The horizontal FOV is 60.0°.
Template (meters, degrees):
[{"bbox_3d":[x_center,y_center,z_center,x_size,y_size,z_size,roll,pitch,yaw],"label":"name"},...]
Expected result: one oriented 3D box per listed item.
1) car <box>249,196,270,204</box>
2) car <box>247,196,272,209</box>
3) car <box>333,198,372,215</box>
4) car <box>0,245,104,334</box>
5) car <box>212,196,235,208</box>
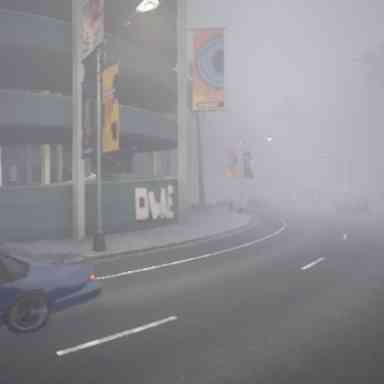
[{"bbox_3d":[14.119,1.641,70.167,2.231,1.521,4.892,0,0,-17],"label":"car"},{"bbox_3d":[9.873,1.464,48.793,2.097,1.767,4.553,0,0,-16],"label":"car"},{"bbox_3d":[16.416,1.381,34.281,2.097,1.767,4.553,0,0,-1],"label":"car"},{"bbox_3d":[-4.207,1.589,5.266,5.357,1.411,2.033,0,0,-36],"label":"car"},{"bbox_3d":[5.204,1.712,52.274,1.994,1.385,4.181,0,0,-16],"label":"car"}]
